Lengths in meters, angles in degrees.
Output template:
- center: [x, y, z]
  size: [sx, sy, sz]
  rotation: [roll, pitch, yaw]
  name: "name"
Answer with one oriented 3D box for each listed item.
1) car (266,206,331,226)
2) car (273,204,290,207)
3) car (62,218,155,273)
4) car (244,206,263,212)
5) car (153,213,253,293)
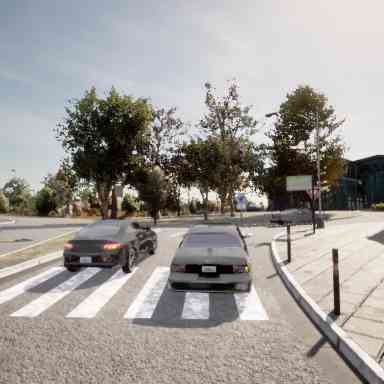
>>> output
- center: [9.236, 2.097, 28.394]
  size: [5.357, 1.411, 2.033]
  rotation: [-1, -4, -24]
  name: "car"
- center: [19.208, 3.633, 73.498]
  size: [5.566, 2.045, 2.150]
  rotation: [-4, -6, 41]
  name: "car"
- center: [-2.409, 1.554, 10.679]
  size: [1.812, 1.442, 4.674]
  rotation: [-1, 0, 7]
  name: "car"
- center: [13.726, 3.967, 74.493]
  size: [1.837, 1.490, 4.892]
  rotation: [3, -6, -34]
  name: "car"
- center: [0.599, 1.543, 8.979]
  size: [2.033, 1.411, 5.357]
  rotation: [-1, 0, 6]
  name: "car"
